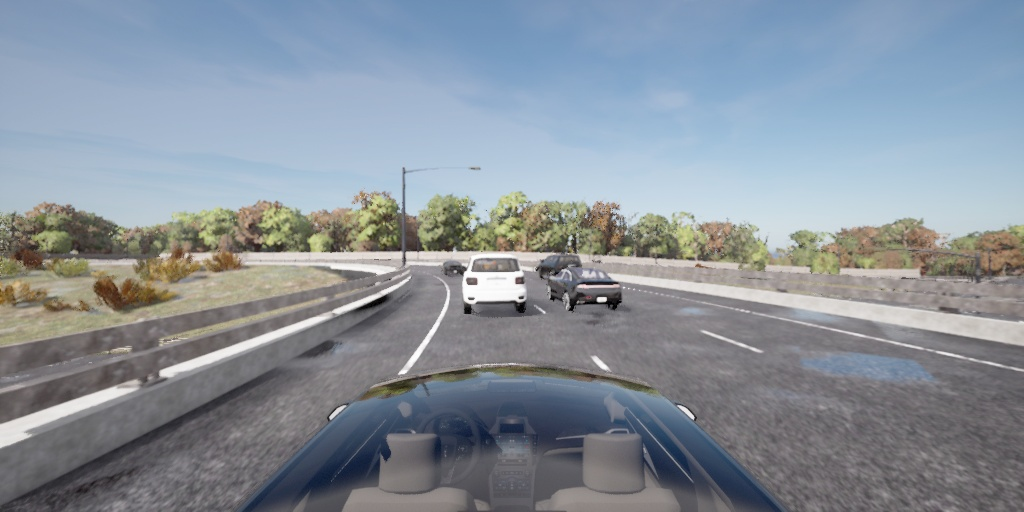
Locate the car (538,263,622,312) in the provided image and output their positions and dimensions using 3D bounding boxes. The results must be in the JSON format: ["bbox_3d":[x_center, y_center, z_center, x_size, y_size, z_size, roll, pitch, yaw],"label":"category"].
[{"bbox_3d":[2.639,1.203,14.112,2.128,1.511,4.902,0,0,-7],"label":"car"}]

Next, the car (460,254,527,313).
[{"bbox_3d":[-0.823,0.953,14.072,2.150,2.045,5.566,0,0,-7],"label":"car"}]

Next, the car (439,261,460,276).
[{"bbox_3d":[-6.151,1.221,36.247,1.837,1.490,4.892,0,0,-19],"label":"car"}]

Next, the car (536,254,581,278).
[{"bbox_3d":[3.623,0.901,27.909,2.150,2.045,5.566,0,0,-13],"label":"car"}]
